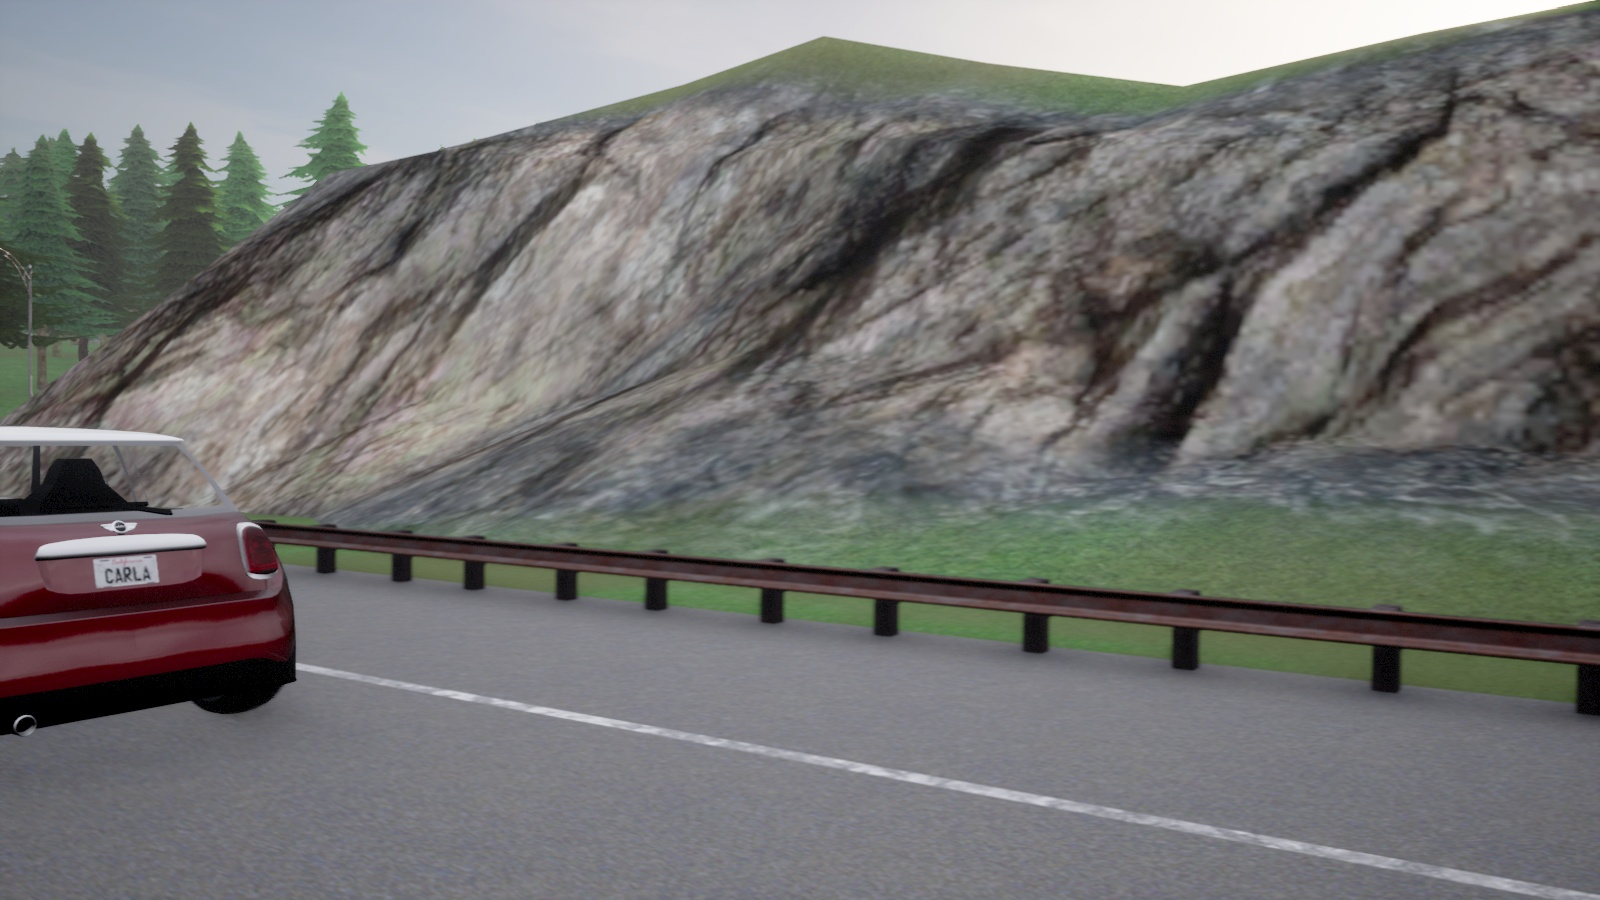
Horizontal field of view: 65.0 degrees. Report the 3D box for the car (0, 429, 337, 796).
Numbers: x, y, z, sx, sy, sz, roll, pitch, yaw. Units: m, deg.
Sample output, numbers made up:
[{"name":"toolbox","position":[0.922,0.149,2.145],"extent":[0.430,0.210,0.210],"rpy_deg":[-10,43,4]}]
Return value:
[{"name":"car","position":[-4.489,0.647,6.605],"extent":[3.806,1.475,1.970],"rpy_deg":[0,1,34]}]
